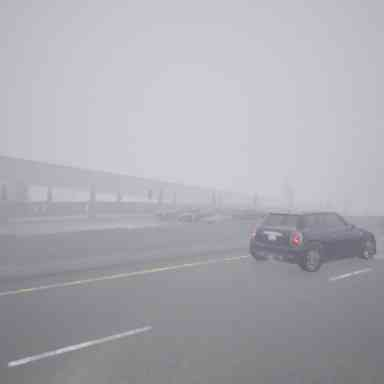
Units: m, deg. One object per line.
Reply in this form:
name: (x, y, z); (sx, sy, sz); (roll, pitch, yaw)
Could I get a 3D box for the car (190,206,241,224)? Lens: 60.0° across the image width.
car: (2.801, 1.605, 18.888); (5.357, 1.411, 2.033); (1, -1, -35)

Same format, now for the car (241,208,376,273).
car: (4.078, 1.368, 10.964); (4.553, 1.767, 2.097); (0, 0, -35)

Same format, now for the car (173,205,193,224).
car: (1.428, 1.674, 22.207); (4.718, 1.301, 1.895); (1, -1, -35)

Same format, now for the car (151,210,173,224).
car: (-0.630, 1.673, 25.039); (4.718, 1.301, 1.895); (1, -1, -35)
